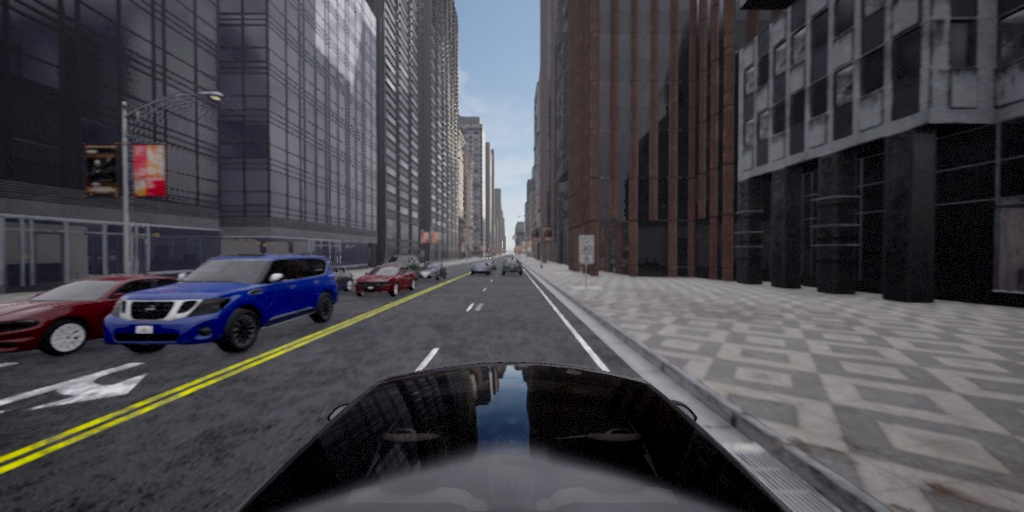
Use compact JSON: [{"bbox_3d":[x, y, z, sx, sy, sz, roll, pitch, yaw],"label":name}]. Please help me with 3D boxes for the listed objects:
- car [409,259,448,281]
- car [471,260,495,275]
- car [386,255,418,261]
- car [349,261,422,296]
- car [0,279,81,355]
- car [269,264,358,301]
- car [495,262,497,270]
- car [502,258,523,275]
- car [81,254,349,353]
[{"bbox_3d":[-6.558,1.209,29.546,2.128,1.511,4.902,0,0,0],"label":"car"},{"bbox_3d":[-3.228,1.272,38.012,1.994,1.385,4.181,0,0,0],"label":"car"},{"bbox_3d":[-9.814,0.938,32.145,2.150,2.045,5.566,0,0,0],"label":"car"},{"bbox_3d":[-6.578,1.208,19.189,1.882,1.535,5.008,0,0,0],"label":"car"},{"bbox_3d":[-9.843,1.221,8.848,1.882,1.535,5.008,0,0,0],"label":"car"},{"bbox_3d":[-9.831,1.237,18.343,1.837,1.490,4.892,0,0,0],"label":"car"},{"bbox_3d":[-3.200,1.259,49.935,1.994,1.385,4.181,0,0,0],"label":"car"},{"bbox_3d":[0.019,1.060,37.563,2.097,1.767,4.553,0,0,0],"label":"car"},{"bbox_3d":[-6.593,0.964,9.194,2.150,2.045,5.566,0,0,0],"label":"car"}]
